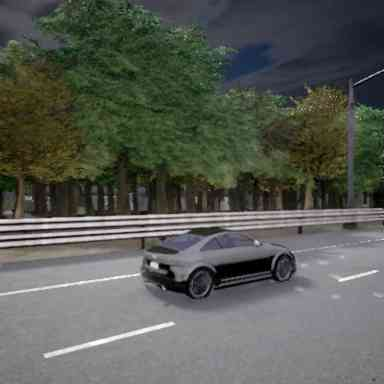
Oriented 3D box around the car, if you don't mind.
[{"bbox_3d":[0.785,1.631,8.610,4.181,1.385,1.994,1,-1,-36],"label":"car"}]
